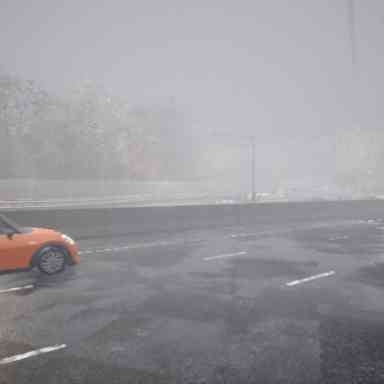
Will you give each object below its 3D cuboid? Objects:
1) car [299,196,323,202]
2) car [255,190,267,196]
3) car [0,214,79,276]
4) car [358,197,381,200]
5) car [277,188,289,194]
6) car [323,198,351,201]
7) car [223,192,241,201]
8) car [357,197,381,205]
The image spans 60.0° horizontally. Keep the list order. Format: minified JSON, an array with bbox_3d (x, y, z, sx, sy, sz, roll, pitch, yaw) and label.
[{"bbox_3d":[17.530,1.345,48.104,5.008,1.535,1.882,0,0,-37],"label":"car"},{"bbox_3d":[14.669,0.404,70.974,1.812,1.442,4.674,0,2,31],"label":"car"},{"bbox_3d":[-5.366,1.305,8.626,4.553,1.767,2.097,0,0,-37],"label":"car"},{"bbox_3d":[23.670,1.390,43.958,4.902,1.511,2.128,0,0,-37],"label":"car"},{"bbox_3d":[22.976,-0.257,84.045,1.882,1.535,5.008,0,3,33],"label":"car"},{"bbox_3d":[20.697,1.484,46.101,4.718,1.301,1.895,0,0,-37],"label":"car"},{"bbox_3d":[6.952,0.771,57.614,1.994,1.385,4.181,0,1,29],"label":"car"},{"bbox_3d":[30.914,1.474,58.142,4.718,1.301,1.895,0,0,-37],"label":"car"}]
